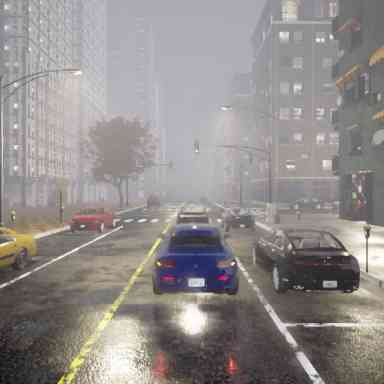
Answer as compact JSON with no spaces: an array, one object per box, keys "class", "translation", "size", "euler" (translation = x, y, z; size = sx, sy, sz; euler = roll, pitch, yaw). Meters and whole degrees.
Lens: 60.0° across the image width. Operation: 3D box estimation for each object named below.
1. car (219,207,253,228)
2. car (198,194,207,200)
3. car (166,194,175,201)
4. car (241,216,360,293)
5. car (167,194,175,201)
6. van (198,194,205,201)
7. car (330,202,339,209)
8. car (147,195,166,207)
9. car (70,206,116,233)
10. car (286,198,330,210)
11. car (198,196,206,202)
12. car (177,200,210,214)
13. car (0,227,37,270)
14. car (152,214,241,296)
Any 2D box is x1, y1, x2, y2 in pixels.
[{"class":"car","translation":[2.642,1.558,19.695],"size":[2.008,1.369,4.403],"euler":[0,0,0]},{"class":"car","translation":[2.504,1.641,74.174],"size":[1.947,1.339,4.313],"euler":[0,0,0]},{"class":"car","translation":[-5.920,1.423,90.722],"size":[2.192,1.841,5.009],"euler":[0,0,0]},{"class":"car","translation":[2.670,1.553,8.629],"size":[2.008,1.369,4.403],"euler":[0,0,0]},{"class":"car","translation":[-5.906,1.662,85.199],"size":[1.947,1.339,4.313],"euler":[0,0,0]},{"class":"van","translation":[2.475,1.437,85.221],"size":[1.690,1.788,3.998],"euler":[0,0,0]},{"class":"car","translation":[18.726,1.265,39.196],"size":[4.829,1.417,1.752],"euler":[-1,1,-1]},{"class":"car","translation":[-5.821,1.357,52.062],"size":[2.192,1.841,5.009],"euler":[0,0,0]},{"class":"car","translation":[-5.738,1.552,19.674],"size":[1.887,1.381,4.507],"euler":[0,0,0]},{"class":"car","translation":[13.329,1.365,39.128],"size":[4.403,1.369,2.008],"euler":[-1,1,-1]},{"class":"car","translation":[2.489,1.610,79.867],"size":[1.752,1.417,4.829],"euler":[0,0,0]},{"class":"car","translation":[0.085,1.501,20.436],"size":[2.128,1.511,4.902],"euler":[0,0,1]},{"class":"car","translation":[-5.709,1.527,8.438],"size":[1.752,1.417,4.829],"euler":[0,0,0]},{"class":"car","translation":[0.072,1.528,8.532],"size":[1.812,1.442,4.674],"euler":[0,0,0]}]
